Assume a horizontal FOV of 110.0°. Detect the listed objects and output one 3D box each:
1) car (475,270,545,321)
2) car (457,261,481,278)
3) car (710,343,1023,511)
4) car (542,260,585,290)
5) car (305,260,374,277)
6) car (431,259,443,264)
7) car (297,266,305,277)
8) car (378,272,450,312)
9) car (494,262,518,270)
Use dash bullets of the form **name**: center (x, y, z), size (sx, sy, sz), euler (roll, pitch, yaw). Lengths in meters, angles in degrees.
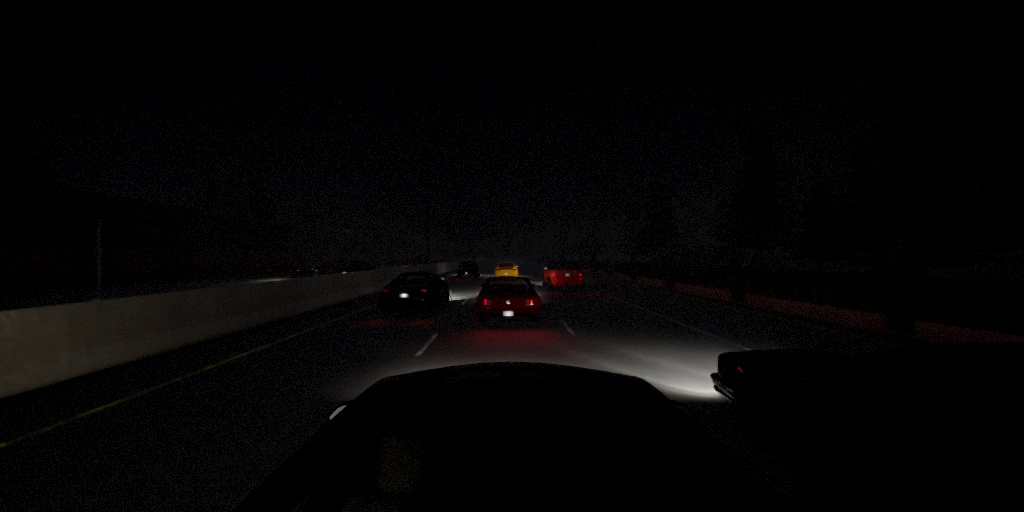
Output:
- **car**: center (-0.146, 1.350, 12.421), size (1.895, 1.301, 4.718), euler (0, 0, -1)
- **car**: center (-4.052, 1.240, 33.916), size (1.837, 1.490, 4.892), euler (0, 0, -1)
- **car**: center (3.557, 1.308, 2.219), size (2.033, 1.411, 5.357), euler (0, 0, -1)
- **car**: center (3.164, 1.110, 22.822), size (2.097, 1.767, 4.553), euler (0, 0, -1)
- **car**: center (-11.050, 1.067, 23.430), size (2.097, 1.767, 4.553), euler (0, 0, -1)
- **car**: center (-11.557, 1.257, 56.861), size (2.033, 1.411, 5.357), euler (0, 0, 0)
- **car**: center (-18.248, 1.169, 33.999), size (1.882, 1.535, 5.008), euler (0, 0, -1)
- **car**: center (-3.672, 1.302, 14.076), size (1.994, 1.385, 4.181), euler (0, 0, -1)
- **car**: center (-0.492, 1.224, 30.309), size (1.882, 1.535, 5.008), euler (0, 0, -1)
